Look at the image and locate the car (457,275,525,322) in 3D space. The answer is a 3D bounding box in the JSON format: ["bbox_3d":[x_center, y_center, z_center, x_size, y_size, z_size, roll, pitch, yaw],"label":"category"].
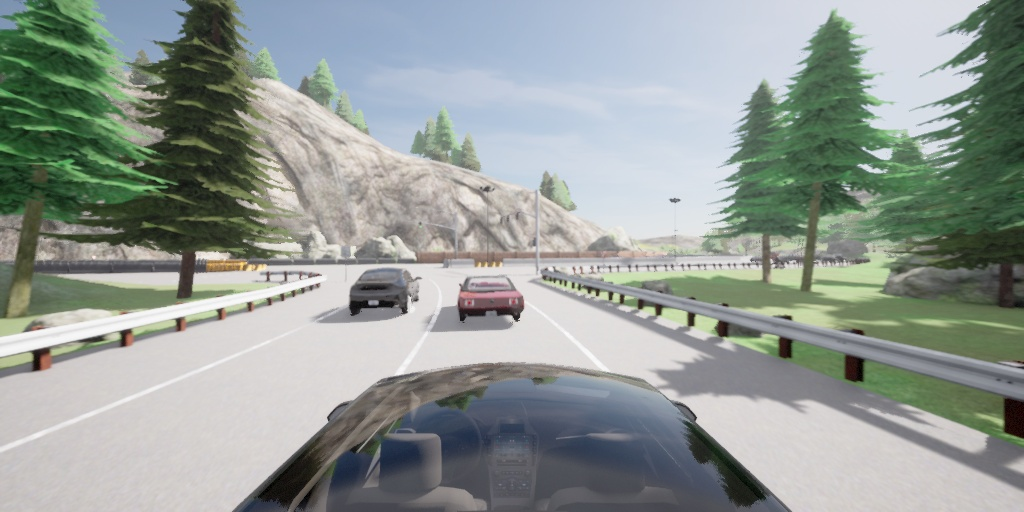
[{"bbox_3d":[-0.844,1.280,12.008,1.895,1.301,4.718,0,0,-7],"label":"car"}]

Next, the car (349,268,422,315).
[{"bbox_3d":[-4.572,1.187,13.371,1.837,1.490,4.892,0,0,-8],"label":"car"}]

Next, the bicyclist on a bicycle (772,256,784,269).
[{"bbox_3d":[32.874,0.805,44.449,0.582,1.620,1.656,0,4,-21],"label":"bicyclist on a bicycle"}]
